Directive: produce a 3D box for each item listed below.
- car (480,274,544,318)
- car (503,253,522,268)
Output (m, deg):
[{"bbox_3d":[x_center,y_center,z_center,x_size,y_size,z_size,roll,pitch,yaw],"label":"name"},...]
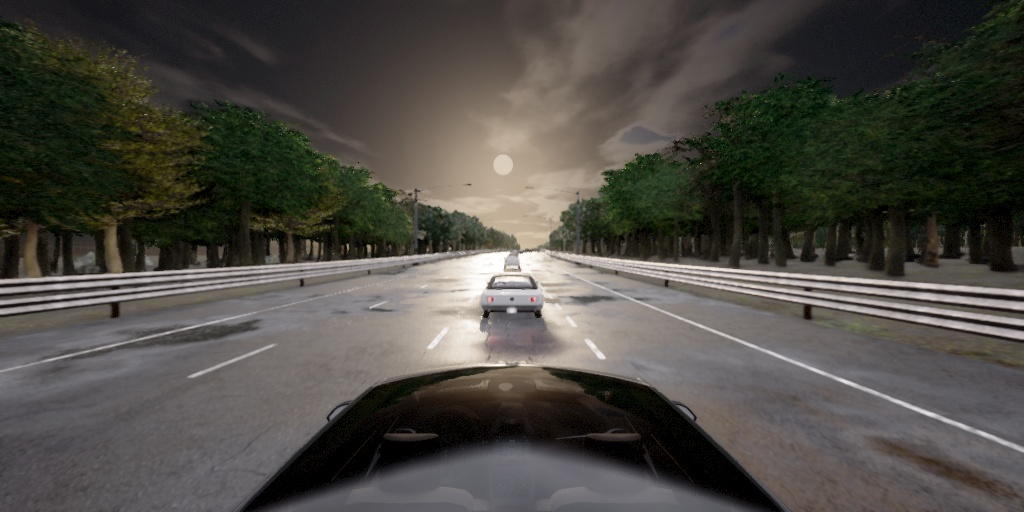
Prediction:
[{"bbox_3d":[0.002,1.280,12.717,1.895,1.301,4.718,0,1,0],"label":"car"},{"bbox_3d":[0.010,0.687,42.535,1.812,1.442,4.674,0,1,0],"label":"car"}]
